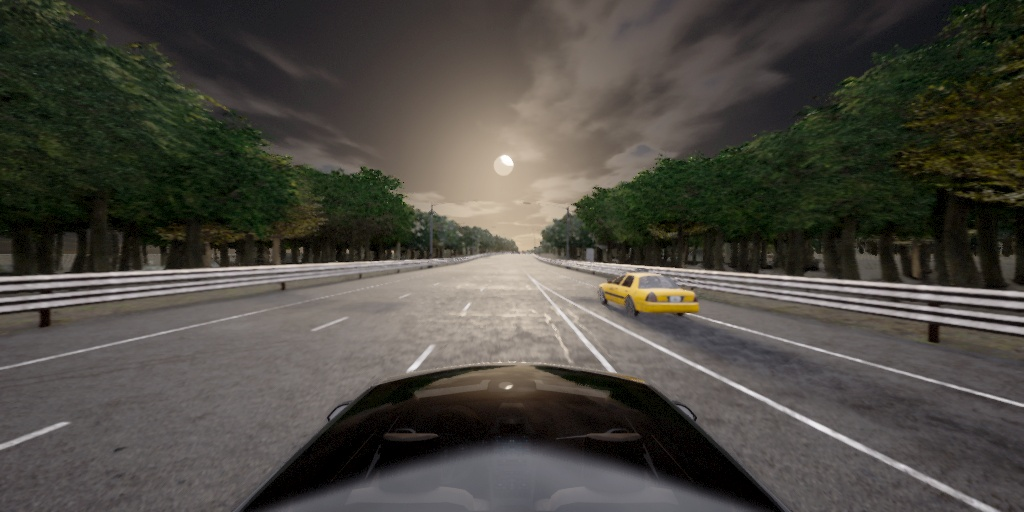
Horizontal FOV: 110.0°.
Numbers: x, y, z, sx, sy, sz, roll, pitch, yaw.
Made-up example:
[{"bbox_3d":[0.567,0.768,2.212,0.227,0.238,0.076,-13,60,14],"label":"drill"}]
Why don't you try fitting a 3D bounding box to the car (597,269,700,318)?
[{"bbox_3d":[4.708,1.263,13.325,1.801,1.575,5.366,1,0,-5],"label":"car"}]
